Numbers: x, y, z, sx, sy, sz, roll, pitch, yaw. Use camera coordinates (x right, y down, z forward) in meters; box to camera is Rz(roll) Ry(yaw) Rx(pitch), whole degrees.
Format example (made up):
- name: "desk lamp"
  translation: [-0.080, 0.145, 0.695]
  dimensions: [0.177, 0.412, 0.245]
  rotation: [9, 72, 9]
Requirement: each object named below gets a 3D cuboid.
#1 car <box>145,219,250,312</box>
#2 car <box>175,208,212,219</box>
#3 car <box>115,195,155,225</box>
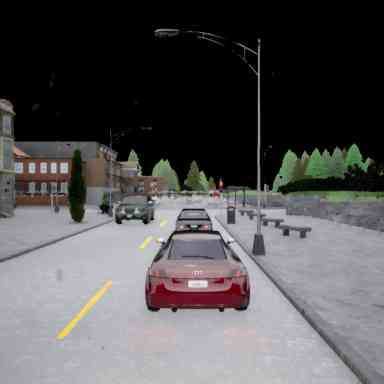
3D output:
- name: "car"
  translation: [0.095, 1.564, 7.777]
  dimensions: [1.994, 1.385, 4.181]
  rotation: [0, 0, 0]
- name: "car"
  translation: [0.084, 1.547, 17.013]
  dimensions: [2.033, 1.411, 5.357]
  rotation: [0, 0, 0]
- name: "car"
  translation: [-4.044, 1.226, 24.356]
  dimensions: [2.150, 2.045, 5.566]
  rotation: [0, 0, 0]
